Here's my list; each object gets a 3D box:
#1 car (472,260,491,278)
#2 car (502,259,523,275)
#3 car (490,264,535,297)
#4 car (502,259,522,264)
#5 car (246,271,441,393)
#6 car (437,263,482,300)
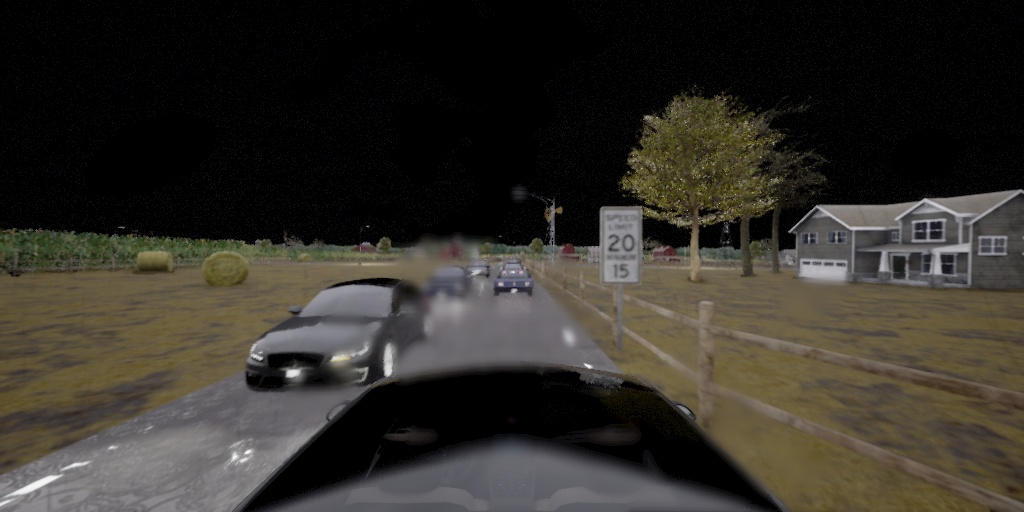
[{"bbox_3d":[-2.820,1.119,31.417,2.128,1.511,4.902,0,0,0],"label":"car"},{"bbox_3d":[0.027,1.108,38.573,2.128,1.511,4.902,0,0,0],"label":"car"},{"bbox_3d":[0.103,1.273,18.238,1.895,1.301,4.718,0,0,0],"label":"car"},{"bbox_3d":[0.096,1.185,28.369,2.033,1.411,5.357,0,0,1],"label":"car"},{"bbox_3d":[-2.810,1.226,6.969,1.837,1.490,4.892,0,0,-1],"label":"car"},{"bbox_3d":[-2.843,1.221,17.265,2.033,1.411,5.357,0,0,0],"label":"car"}]
